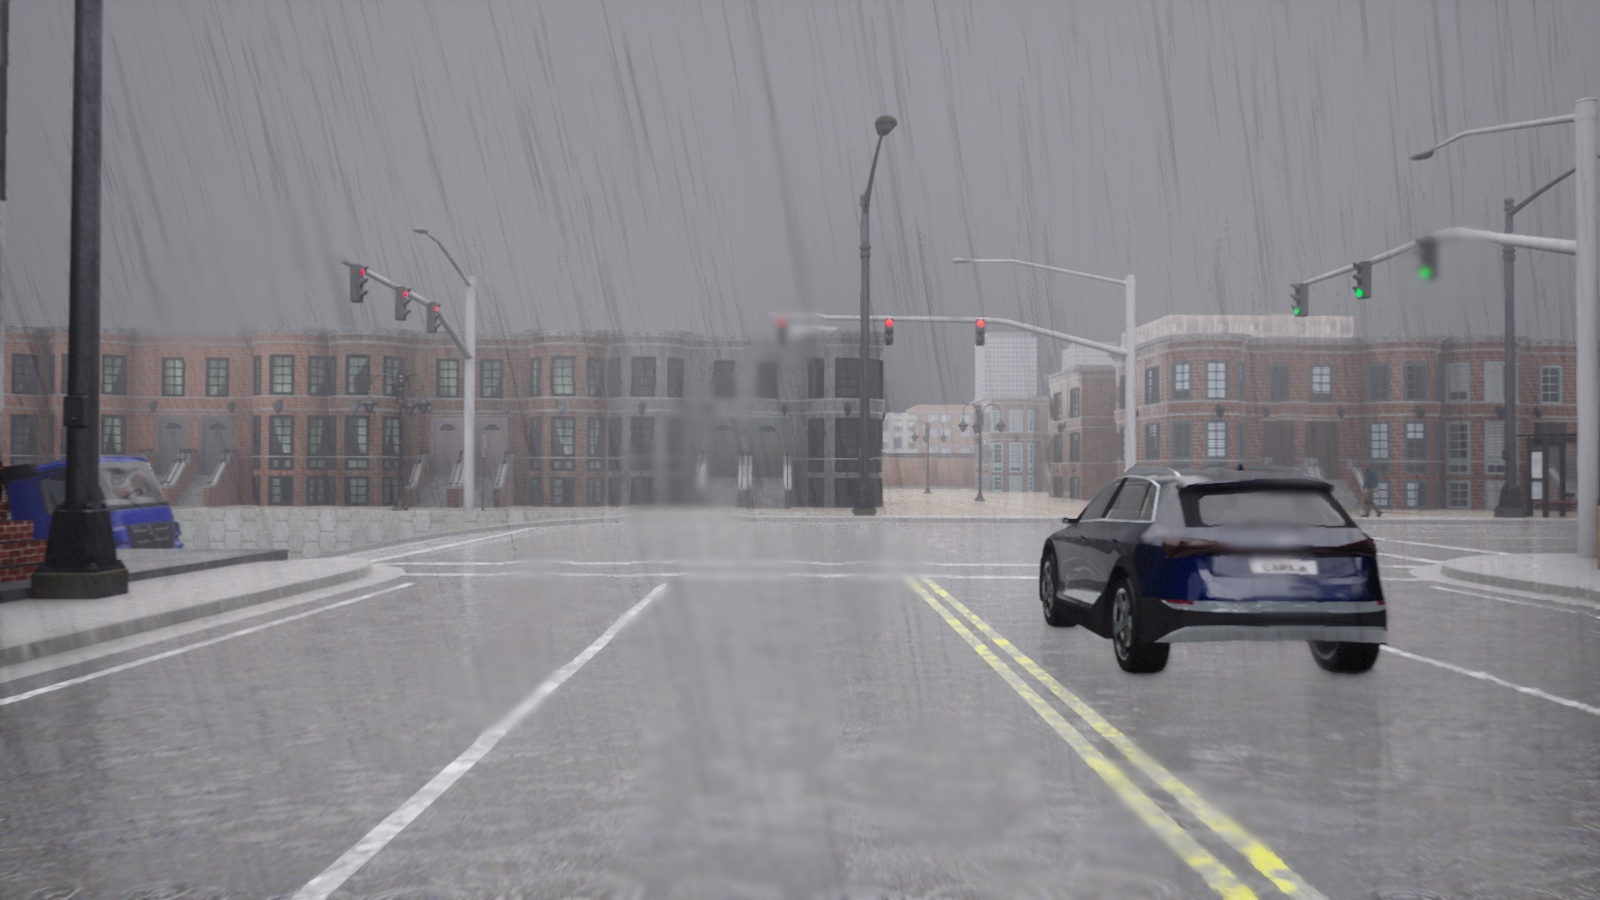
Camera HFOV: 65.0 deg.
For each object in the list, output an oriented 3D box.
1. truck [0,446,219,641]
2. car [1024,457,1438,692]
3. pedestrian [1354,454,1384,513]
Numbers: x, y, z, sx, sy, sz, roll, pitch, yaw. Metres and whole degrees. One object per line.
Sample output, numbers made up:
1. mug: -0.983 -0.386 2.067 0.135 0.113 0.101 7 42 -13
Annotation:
1. truck: -18.085 2.534 28.430 7.936 3.462 2.891 -13 0 -1
2. car: 3.473 0.920 11.287 2.033 1.649 4.856 0 -1 0
3. pedestrian: 17.919 1.054 39.534 0.726 1.842 0.402 0 -1 -2
